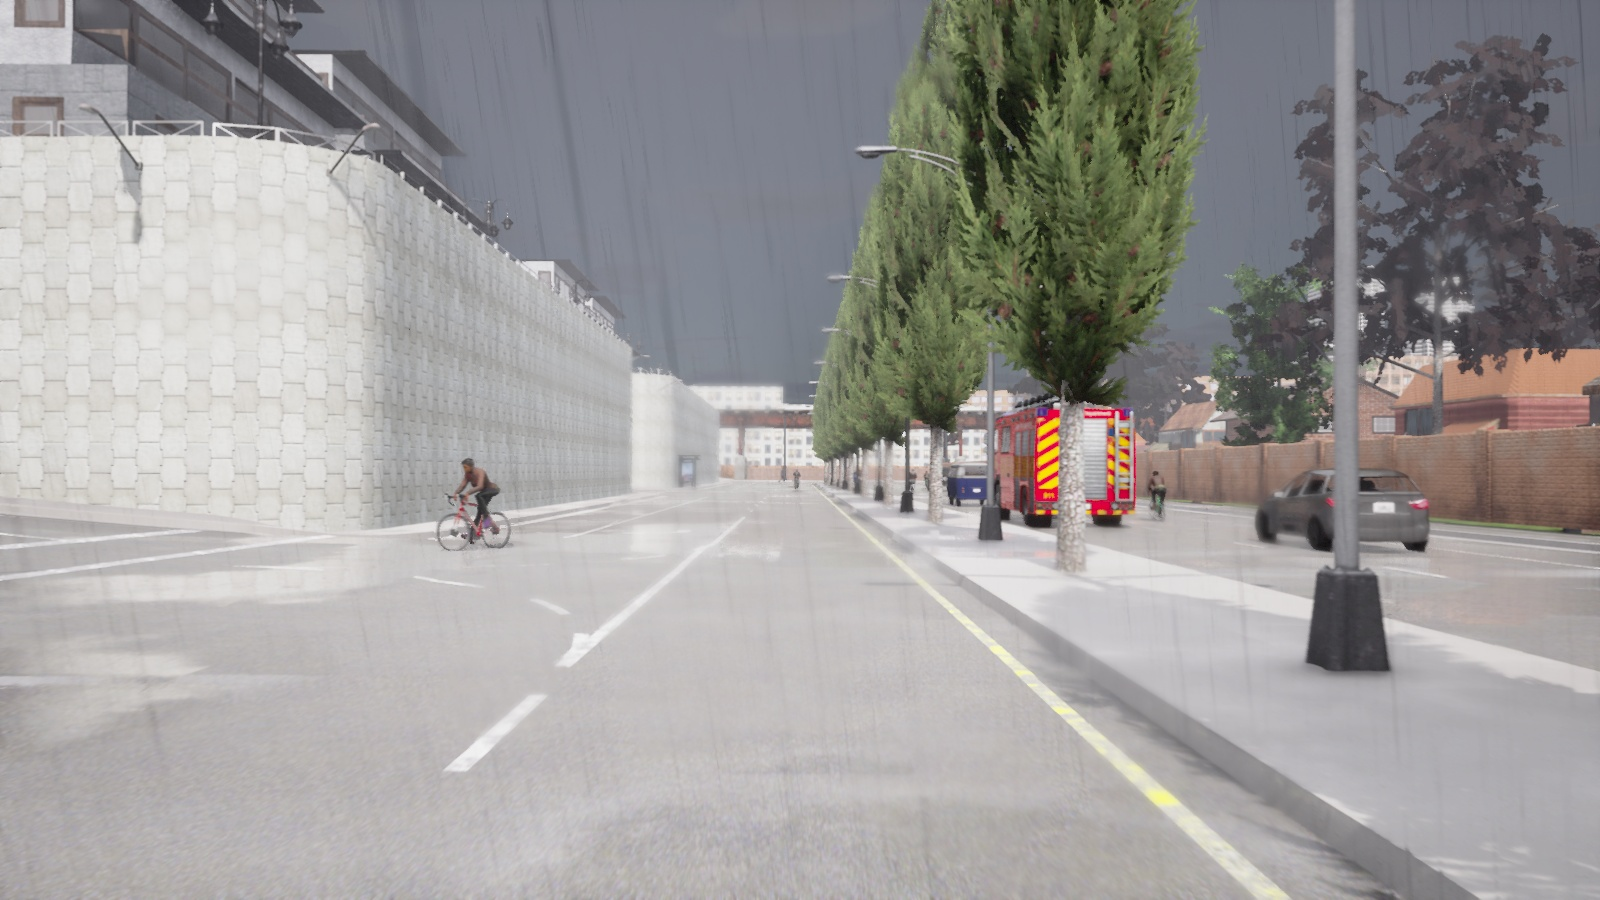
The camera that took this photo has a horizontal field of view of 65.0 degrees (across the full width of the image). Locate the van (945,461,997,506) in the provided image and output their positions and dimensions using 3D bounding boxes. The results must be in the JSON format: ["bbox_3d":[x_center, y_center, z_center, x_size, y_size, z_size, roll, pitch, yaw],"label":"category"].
[{"bbox_3d":[7.855,1.509,58.074,1.775,1.987,4.442,0,-1,0],"label":"van"}]

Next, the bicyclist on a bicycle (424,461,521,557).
[{"bbox_3d":[-5.748,1.014,22.094,0.582,1.620,1.656,-2,-2,35],"label":"bicyclist on a bicycle"}]

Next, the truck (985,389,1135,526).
[{"bbox_3d":[7.898,0.277,39.318,2.891,3.827,8.468,0,-1,0],"label":"truck"}]

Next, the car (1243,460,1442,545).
[{"bbox_3d":[11.432,1.063,26.869,2.242,1.667,4.611,0,-1,0],"label":"car"}]

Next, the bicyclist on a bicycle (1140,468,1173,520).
[{"bbox_3d":[11.400,1.395,40.195,0.582,1.620,1.656,0,-1,0],"label":"bicyclist on a bicycle"}]
